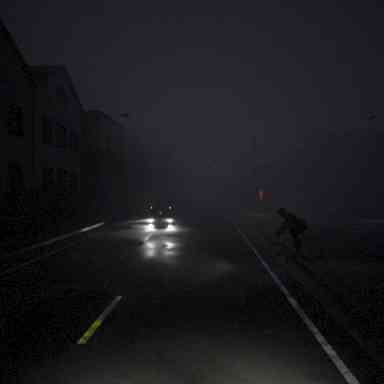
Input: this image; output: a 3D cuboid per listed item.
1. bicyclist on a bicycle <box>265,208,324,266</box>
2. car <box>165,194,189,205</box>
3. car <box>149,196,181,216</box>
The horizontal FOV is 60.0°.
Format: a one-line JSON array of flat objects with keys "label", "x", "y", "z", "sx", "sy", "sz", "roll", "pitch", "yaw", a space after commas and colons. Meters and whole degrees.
[{"label": "bicyclist on a bicycle", "x": 2.819, "y": 1.239, "z": 9.391, "sx": 1.656, "sy": 1.620, "sz": 0.582, "roll": -9, "pitch": 0, "yaw": 3}, {"label": "car", "x": -2.785, "y": 1.030, "z": 45.023, "sx": 5.357, "sy": 1.411, "sz": 2.033, "roll": 0, "pitch": 0, "yaw": 43}, {"label": "car", "x": -2.291, "y": 1.259, "z": 27.618, "sx": 1.895, "sy": 1.301, "sz": 4.718, "roll": 0, "pitch": 1, "yaw": 3}]
